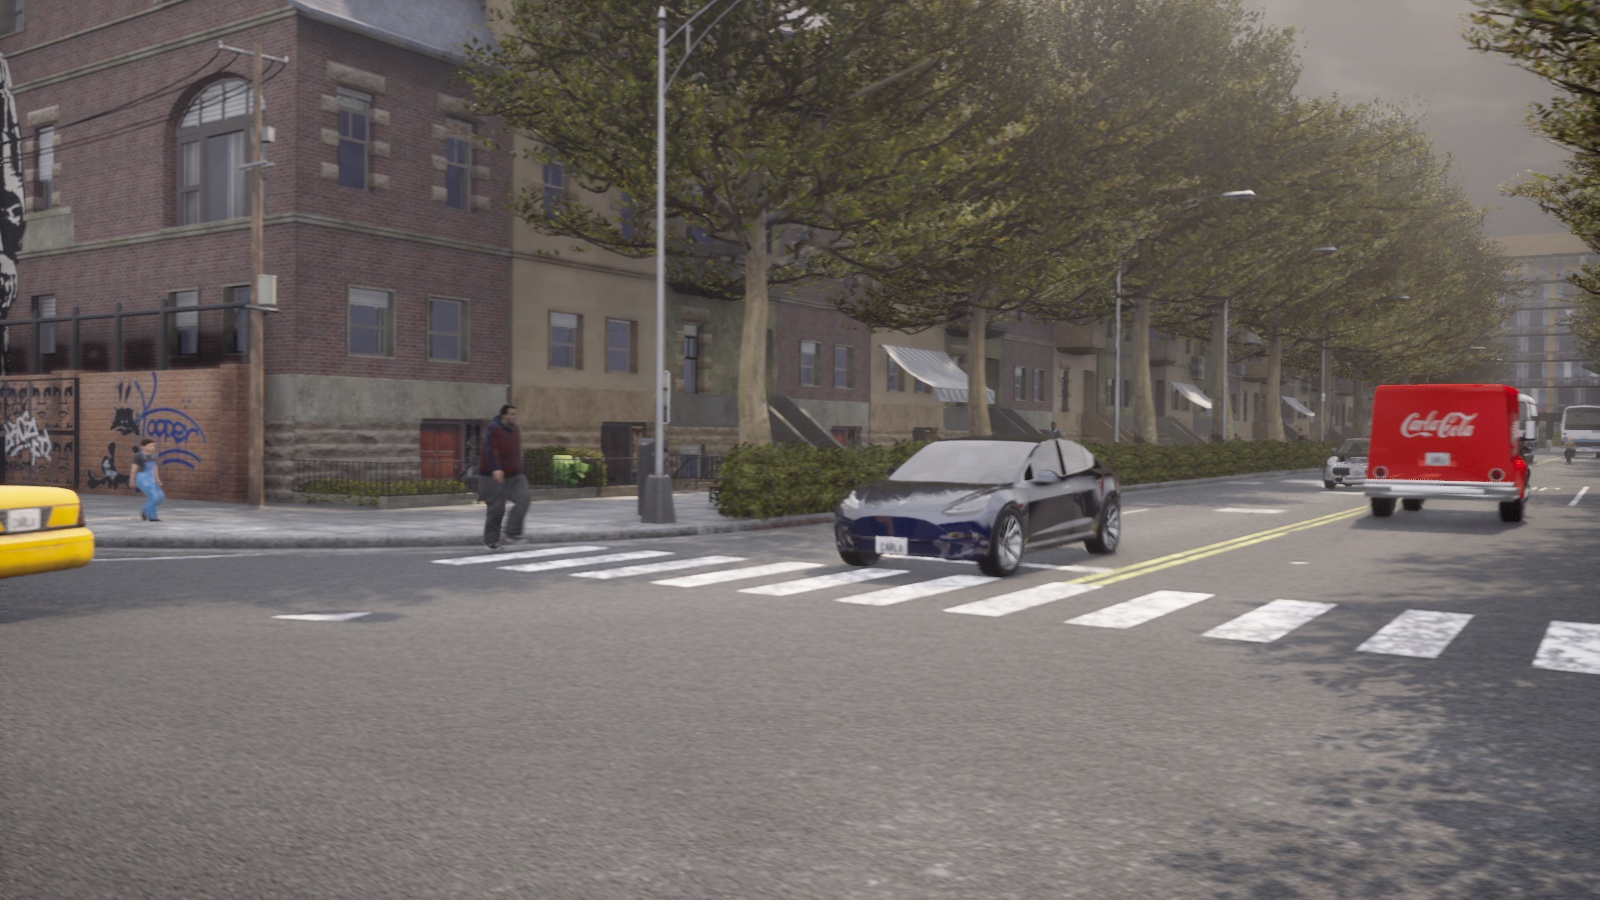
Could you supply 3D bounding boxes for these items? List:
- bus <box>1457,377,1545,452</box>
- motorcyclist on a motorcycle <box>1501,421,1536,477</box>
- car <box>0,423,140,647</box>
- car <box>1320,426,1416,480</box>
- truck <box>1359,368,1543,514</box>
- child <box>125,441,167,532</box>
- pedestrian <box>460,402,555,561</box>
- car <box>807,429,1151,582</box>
[{"bbox_3d":[42.870,-2.079,76.596,3.944,4.253,10.273,0,1,33],"label":"bus"},{"bbox_3d":[22.028,-0.045,38.481,0.766,1.649,2.350,1,1,34],"label":"motorcyclist on a motorcycle"},{"bbox_3d":[-8.218,0.611,9.789,5.366,1.575,1.801,0,1,8],"label":"car"},{"bbox_3d":[16.542,0.049,36.488,1.970,1.475,3.806,0,1,33],"label":"car"},{"bbox_3d":[12.622,-0.197,24.139,2.627,2.467,5.204,0,1,33],"label":"truck"},{"bbox_3d":[-9.157,0.511,17.588,0.437,1.263,0.270,0,1,13],"label":"child"},{"bbox_3d":[-3.514,0.364,15.113,0.899,1.844,0.634,0,1,30],"label":"pedestrian"},{"bbox_3d":[2.306,0.508,14.837,2.163,1.488,4.792,0,1,34],"label":"car"}]
